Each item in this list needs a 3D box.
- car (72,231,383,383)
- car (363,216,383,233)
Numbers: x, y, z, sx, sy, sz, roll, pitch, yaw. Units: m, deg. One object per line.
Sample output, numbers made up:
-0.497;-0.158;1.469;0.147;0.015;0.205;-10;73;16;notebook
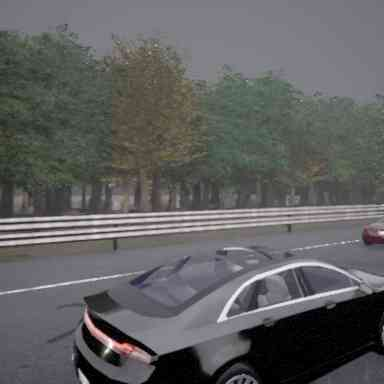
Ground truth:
1.012;1.491;4.406;4.902;1.511;2.128;0;0;-35;car
9.126;1.579;14.123;4.181;1.385;1.994;0;0;-33;car
